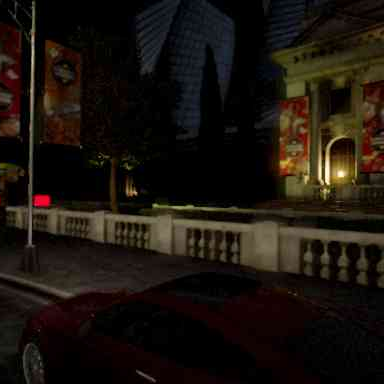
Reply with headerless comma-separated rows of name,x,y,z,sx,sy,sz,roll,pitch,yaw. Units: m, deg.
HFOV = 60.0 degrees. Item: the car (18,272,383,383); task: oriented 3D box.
car,0.005,1.576,3.337,4.674,1.442,1.812,0,-1,41
